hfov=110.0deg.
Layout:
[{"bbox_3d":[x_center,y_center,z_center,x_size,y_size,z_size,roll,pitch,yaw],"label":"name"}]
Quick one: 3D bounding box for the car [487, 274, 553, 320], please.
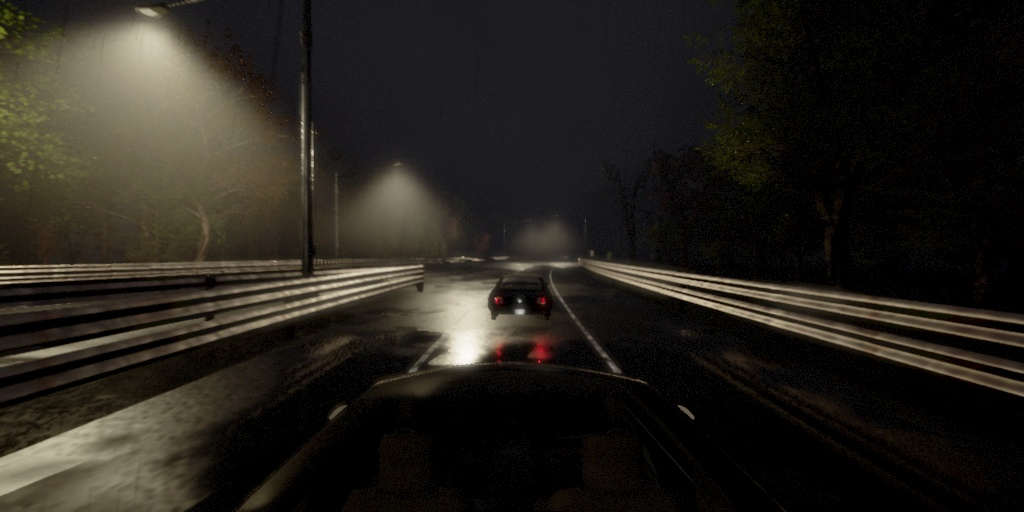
[{"bbox_3d":[0.332,1.264,12.284,1.895,1.301,4.718,0,0,3],"label":"car"}]
